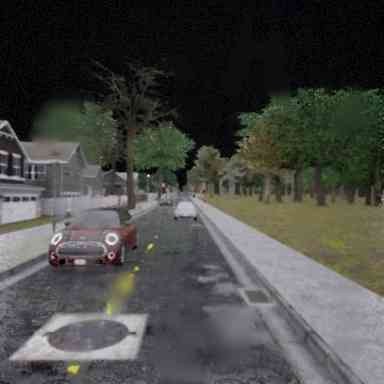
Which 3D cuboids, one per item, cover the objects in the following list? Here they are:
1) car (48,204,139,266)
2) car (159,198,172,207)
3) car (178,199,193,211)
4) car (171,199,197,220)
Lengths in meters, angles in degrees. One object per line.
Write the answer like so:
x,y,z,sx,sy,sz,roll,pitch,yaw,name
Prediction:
-3.120,1.337,11.407,2.097,1.767,4.553,0,0,-1,car
-3.945,1.530,50.743,1.994,1.385,4.181,0,0,-1,car
-0.844,1.591,42.479,1.895,1.301,4.718,0,0,-1,car
-0.528,1.525,27.839,1.812,1.442,4.674,0,0,-1,car
